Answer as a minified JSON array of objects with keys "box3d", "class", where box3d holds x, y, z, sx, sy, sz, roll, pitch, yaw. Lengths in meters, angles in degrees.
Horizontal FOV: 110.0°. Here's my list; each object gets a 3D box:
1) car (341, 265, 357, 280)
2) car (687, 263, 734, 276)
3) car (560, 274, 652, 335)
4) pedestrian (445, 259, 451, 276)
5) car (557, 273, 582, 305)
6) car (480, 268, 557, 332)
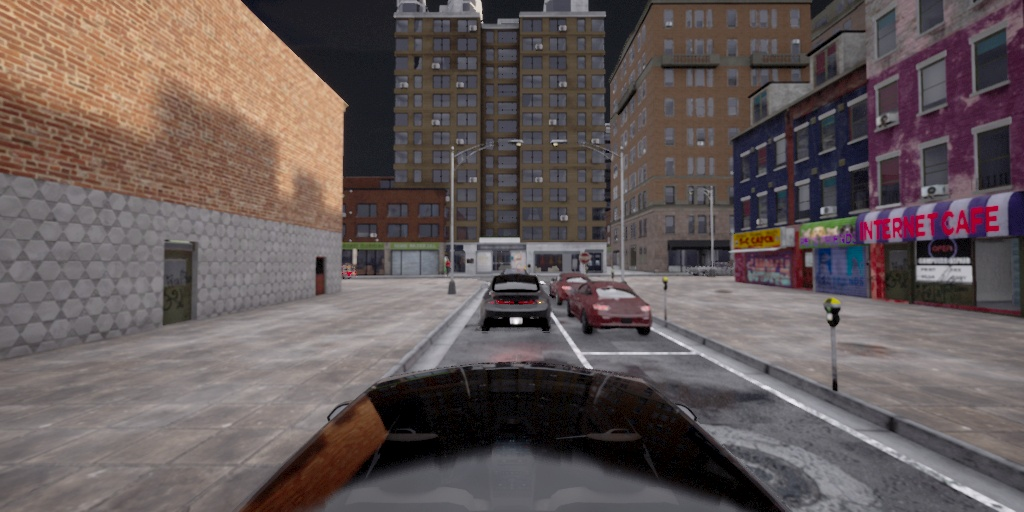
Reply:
[{"box3d":[-16.949,1.234,32.087,5.566,2.045,2.150,-1,-1,0],"class":"car"},{"box3d":[19.737,1.316,34.849,4.718,1.301,1.895,0,-1,0],"class":"car"},{"box3d":[2.646,1.362,10.365,1.802,1.307,4.207,0,0,0],"class":"car"},{"box3d":[-6.791,1.167,37.898,0.375,1.860,0.375,0,-1,0],"class":"pedestrian"},{"box3d":[2.651,1.382,15.804,1.802,1.307,4.207,0,0,0],"class":"car"},{"box3d":[0.098,1.288,10.961,1.837,1.490,4.892,0,0,0],"class":"car"}]
